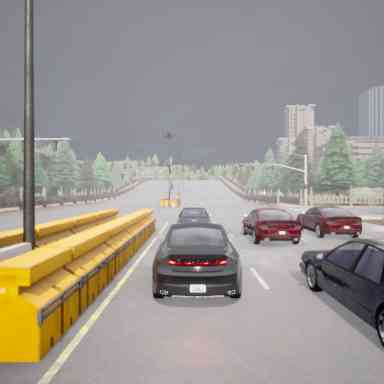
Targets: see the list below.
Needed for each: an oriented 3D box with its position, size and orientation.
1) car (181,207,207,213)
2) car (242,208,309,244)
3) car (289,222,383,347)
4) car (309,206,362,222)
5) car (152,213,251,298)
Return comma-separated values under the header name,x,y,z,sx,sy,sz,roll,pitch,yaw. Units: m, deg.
name,x,y,z,sx,sy,sz,roll,pitch,yaw
car,0.097,1.545,18.192,2.033,1.411,5.357,0,0,0
car,3.598,1.476,15.729,1.882,1.535,5.008,0,0,0
car,3.594,1.547,5.904,2.033,1.411,5.357,0,0,0
car,7.097,1.475,17.716,1.882,1.535,5.008,0,0,0
car,0.101,1.504,8.461,1.837,1.490,4.892,0,0,0
